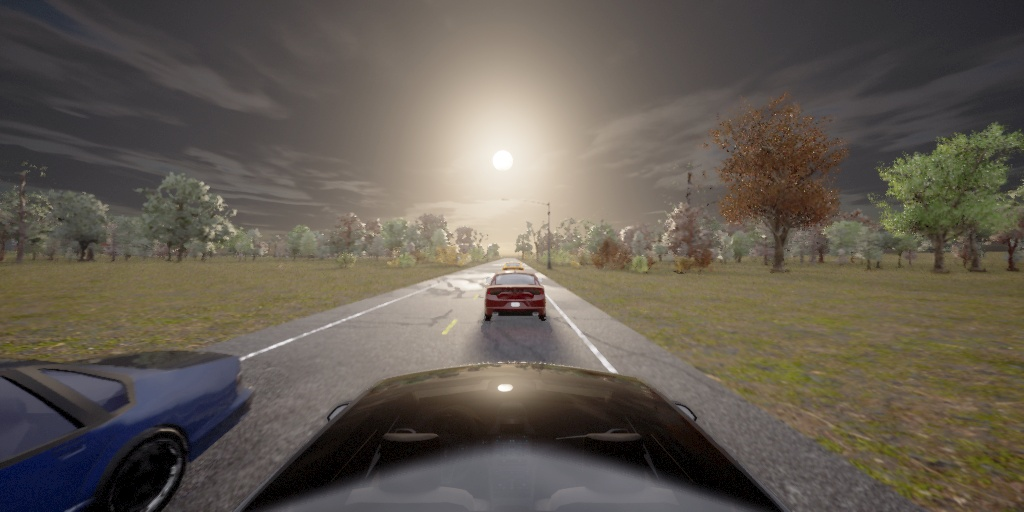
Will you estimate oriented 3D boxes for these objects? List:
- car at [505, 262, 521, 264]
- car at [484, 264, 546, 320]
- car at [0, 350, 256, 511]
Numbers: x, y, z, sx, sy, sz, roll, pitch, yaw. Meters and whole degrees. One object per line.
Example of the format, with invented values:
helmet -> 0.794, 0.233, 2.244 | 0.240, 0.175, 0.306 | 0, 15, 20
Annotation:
car -> 0.098, 1.231, 31.071 | 1.882, 1.535, 5.008 | 0, 0, 0
car -> 0.099, 1.229, 12.679 | 1.882, 1.535, 5.008 | 0, 0, 0
car -> -3.598, 1.298, 1.346 | 2.033, 1.411, 5.357 | 0, 0, 0
